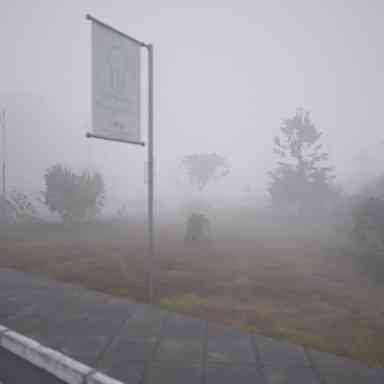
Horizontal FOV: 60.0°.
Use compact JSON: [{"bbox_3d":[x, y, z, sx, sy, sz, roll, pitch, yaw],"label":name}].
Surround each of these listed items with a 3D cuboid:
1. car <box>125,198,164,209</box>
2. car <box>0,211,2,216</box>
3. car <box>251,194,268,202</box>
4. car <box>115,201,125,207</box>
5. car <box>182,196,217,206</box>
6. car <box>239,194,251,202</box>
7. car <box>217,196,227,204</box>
[{"bbox_3d":[-6.218,1.507,46.390,2.033,1.411,5.357,0,1,39],"label":"car"},{"bbox_3d":[-19.064,1.518,30.403,1.882,1.535,5.008,0,0,39],"label":"car"},{"bbox_3d":[12.837,1.099,59.976,1.812,1.442,4.674,0,1,32],"label":"car"},{"bbox_3d":[-8.888,1.564,48.653,1.895,1.301,4.718,0,1,39],"label":"car"},{"bbox_3d":[0.824,1.527,43.671,1.895,1.301,4.718,0,1,39],"label":"car"},{"bbox_3d":[10.388,1.084,62.662,1.812,1.442,4.674,0,1,31],"label":"car"},{"bbox_3d":[3.939,1.351,53.315,1.994,1.385,4.181,0,1,37],"label":"car"}]
